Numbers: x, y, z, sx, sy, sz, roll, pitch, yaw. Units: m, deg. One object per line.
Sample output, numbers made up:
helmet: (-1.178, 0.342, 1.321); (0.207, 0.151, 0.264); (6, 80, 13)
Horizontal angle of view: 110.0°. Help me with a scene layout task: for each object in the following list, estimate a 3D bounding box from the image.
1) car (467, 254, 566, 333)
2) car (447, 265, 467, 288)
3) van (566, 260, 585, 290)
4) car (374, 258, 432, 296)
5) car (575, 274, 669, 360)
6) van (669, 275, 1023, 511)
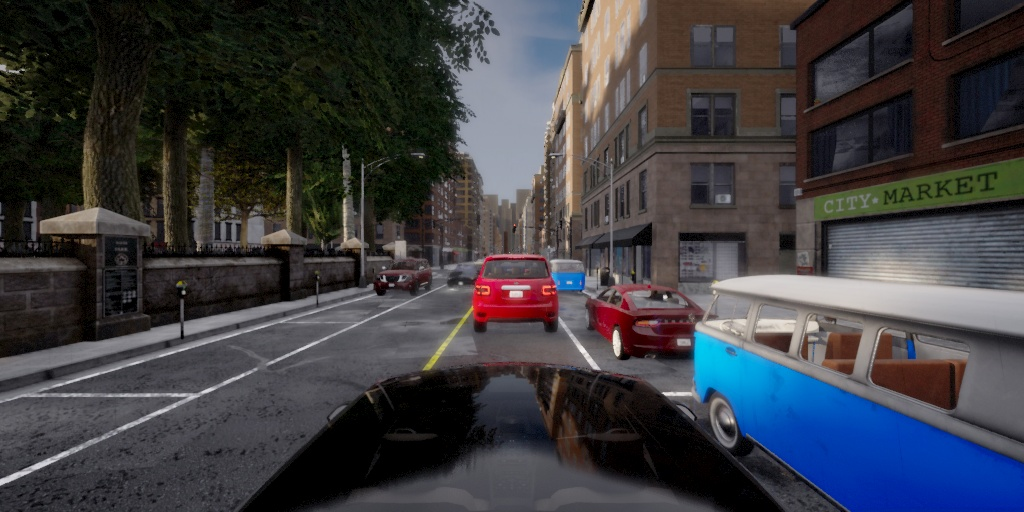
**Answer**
car: (0.088, 0.970, 10.929); (2.150, 2.045, 5.566); (0, 0, 0)
car: (-3.076, 1.288, 24.315); (2.033, 1.411, 5.357); (0, 0, 0)
van: (2.839, 1.085, 19.494); (1.690, 1.789, 3.998); (0, 0, 0)
car: (-5.685, 1.059, 19.446); (2.192, 1.841, 5.009); (0, 0, 0)
car: (2.850, 1.294, 8.173); (1.888, 1.381, 4.507); (0, 0, 0)
van: (2.856, 1.091, 2.512); (1.690, 1.789, 3.998); (0, 0, 0)
